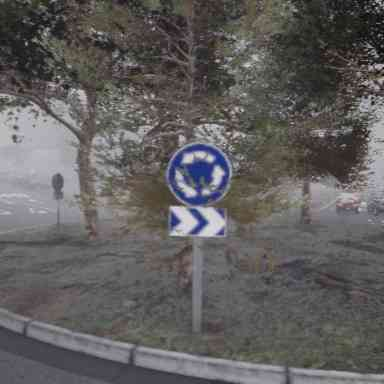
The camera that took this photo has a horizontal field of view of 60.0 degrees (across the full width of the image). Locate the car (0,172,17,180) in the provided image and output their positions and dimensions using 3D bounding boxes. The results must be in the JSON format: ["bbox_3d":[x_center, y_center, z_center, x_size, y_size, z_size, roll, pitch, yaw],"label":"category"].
[{"bbox_3d":[-37.268,-3.179,65.209,2.231,1.521,4.892,7,4,25],"label":"car"}]

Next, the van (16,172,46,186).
[{"bbox_3d":[-24.662,-1.571,52.498,1.878,1.987,4.442,6,4,26],"label":"van"}]

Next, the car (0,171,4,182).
[{"bbox_3d":[-30.991,-2.386,58.775,2.185,1.767,4.553,6,4,25],"label":"car"}]

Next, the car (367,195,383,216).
[{"bbox_3d":[17.918,1.368,31.323,1.837,1.490,4.892,1,2,17],"label":"car"}]

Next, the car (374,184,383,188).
[{"bbox_3d":[27.908,-0.026,49.883,1.882,1.535,5.008,1,5,28],"label":"car"}]

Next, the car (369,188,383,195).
[{"bbox_3d":[22.684,0.744,40.567,2.128,1.511,4.902,1,5,30],"label":"car"}]

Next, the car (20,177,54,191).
[{"bbox_3d":[-22.649,-1.039,50.268,2.097,1.535,5.008,6,4,26],"label":"car"}]

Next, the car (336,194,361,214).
[{"bbox_3d":[15.623,1.299,33.527,1.812,1.442,4.674,1,3,23],"label":"car"}]

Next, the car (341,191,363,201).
[{"bbox_3d":[20.226,0.394,42.295,2.150,2.045,5.566,1,5,31],"label":"car"}]

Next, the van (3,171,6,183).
[{"bbox_3d":[-28.926,-2.178,56.553,1.878,1.987,4.442,7,4,25],"label":"van"}]

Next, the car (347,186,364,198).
[{"bbox_3d":[25.455,-0.100,51.648,2.128,1.511,4.902,1,5,28],"label":"car"}]

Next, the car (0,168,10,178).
[{"bbox_3d":[-41.473,-4.045,69.459,2.435,2.045,5.566,6,4,25],"label":"car"}]

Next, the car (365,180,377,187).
[{"bbox_3d":[40.100,-2.013,74.746,1.895,1.301,4.718,1,4,23],"label":"car"}]

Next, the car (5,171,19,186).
[{"bbox_3d":[-26.801,-1.899,54.496,2.435,2.045,5.566,7,4,26],"label":"car"}]
